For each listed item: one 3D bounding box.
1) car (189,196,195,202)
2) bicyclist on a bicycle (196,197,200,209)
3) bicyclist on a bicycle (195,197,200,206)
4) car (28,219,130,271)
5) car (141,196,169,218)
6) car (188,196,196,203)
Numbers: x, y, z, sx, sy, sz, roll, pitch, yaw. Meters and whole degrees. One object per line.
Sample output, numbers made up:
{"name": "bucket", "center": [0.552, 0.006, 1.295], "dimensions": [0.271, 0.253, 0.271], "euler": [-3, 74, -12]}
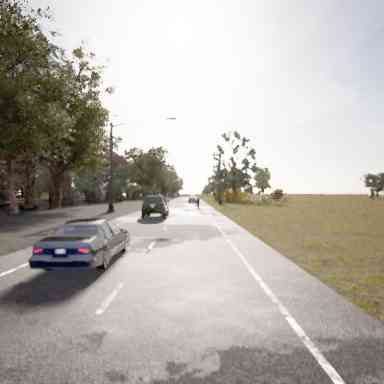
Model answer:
{"name": "car", "center": [-0.002, 1.840, 91.856], "dimensions": [1.837, 1.490, 4.892], "euler": [0, 0, 0]}
{"name": "bicyclist on a bicycle", "center": [0.962, 1.664, 49.655], "dimensions": [0.582, 1.620, 1.656], "euler": [0, -1, 0]}
{"name": "bicyclist on a bicycle", "center": [0.950, 1.691, 59.861], "dimensions": [0.866, 1.612, 1.509], "euler": [0, 0, 0]}
{"name": "car", "center": [-3.406, 1.595, 11.091], "dimensions": [2.033, 1.411, 5.357], "euler": [0, 0, 0]}
{"name": "car", "center": [-3.401, 1.354, 31.374], "dimensions": [2.150, 2.045, 5.566], "euler": [0, 0, 0]}
{"name": "car", "center": [0.000, 1.866, 77.871], "dimensions": [2.033, 1.411, 5.357], "euler": [0, 0, 0]}
